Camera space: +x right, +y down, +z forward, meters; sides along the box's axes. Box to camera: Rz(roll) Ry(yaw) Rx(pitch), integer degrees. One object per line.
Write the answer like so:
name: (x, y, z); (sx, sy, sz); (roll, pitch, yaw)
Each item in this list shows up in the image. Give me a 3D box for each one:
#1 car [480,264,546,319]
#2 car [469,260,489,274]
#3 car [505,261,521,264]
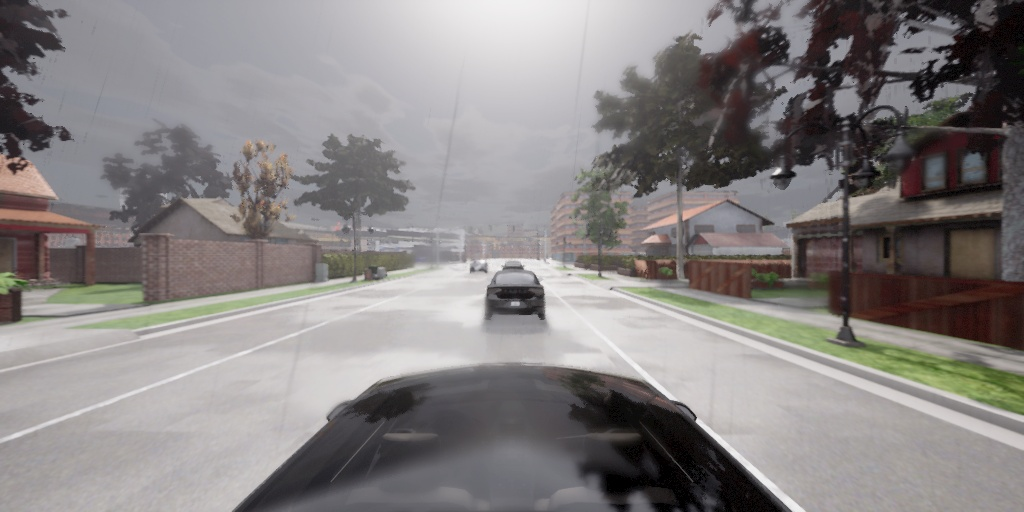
car: (0.100, 1.208, 12.715); (1.882, 1.535, 5.008); (0, 0, 0)
car: (-3.555, 1.150, 39.429); (2.128, 1.511, 4.902); (0, 0, 0)
car: (0.098, 1.185, 31.172); (1.837, 1.490, 4.892); (0, 0, 0)
